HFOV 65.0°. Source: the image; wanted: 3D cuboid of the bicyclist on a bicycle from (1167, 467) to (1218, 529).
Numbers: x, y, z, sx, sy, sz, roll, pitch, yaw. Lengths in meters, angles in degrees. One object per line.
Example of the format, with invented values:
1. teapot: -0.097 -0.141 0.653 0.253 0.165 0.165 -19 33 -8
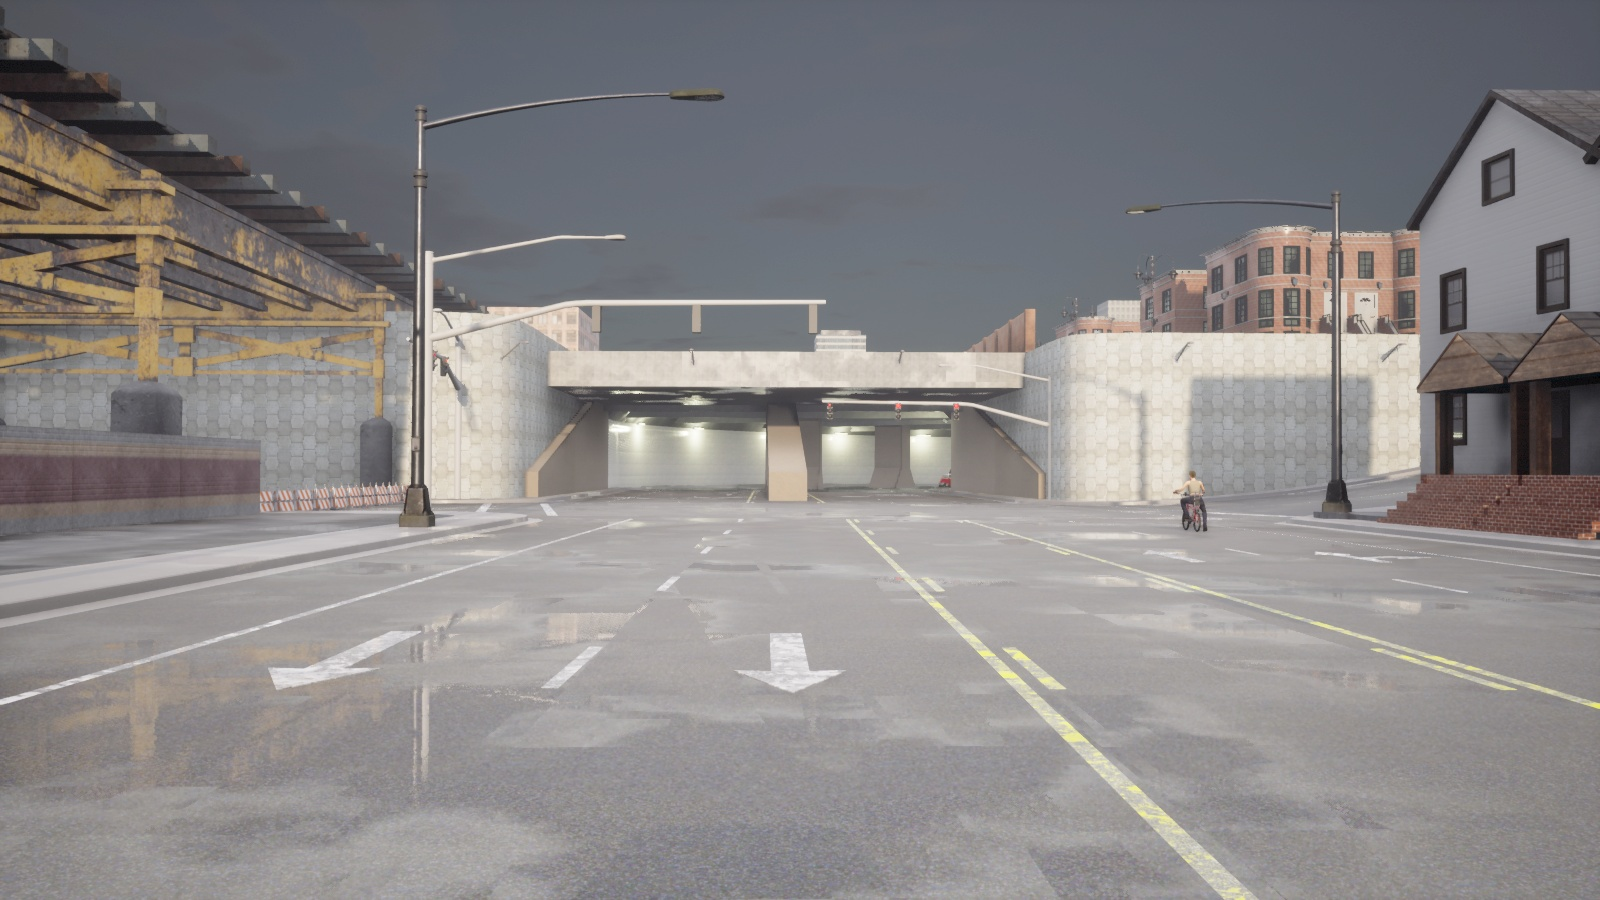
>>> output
1. bicyclist on a bicycle: 10.414 1.269 33.382 0.866 1.612 1.509 0 -1 0
